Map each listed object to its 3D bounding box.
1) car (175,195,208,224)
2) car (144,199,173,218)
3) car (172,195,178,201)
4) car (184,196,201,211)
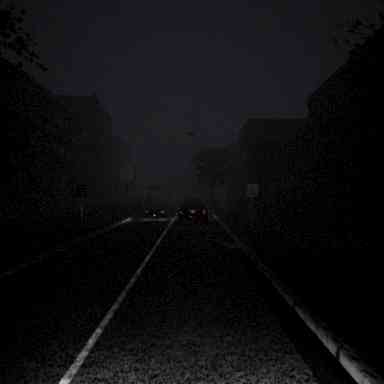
[{"bbox_3d":[0.079,1.361,24.847,2.097,1.767,4.553,0,0,1],"label":"car"},{"bbox_3d":[-3.128,1.555,30.402,2.033,1.411,5.357,0,0,0],"label":"car"},{"bbox_3d":[-3.258,1.342,71.890,1.812,1.442,4.674,0,1,0],"label":"car"},{"bbox_3d":[0.079,1.362,41.784,2.097,1.767,4.553,0,0,0],"label":"car"}]
